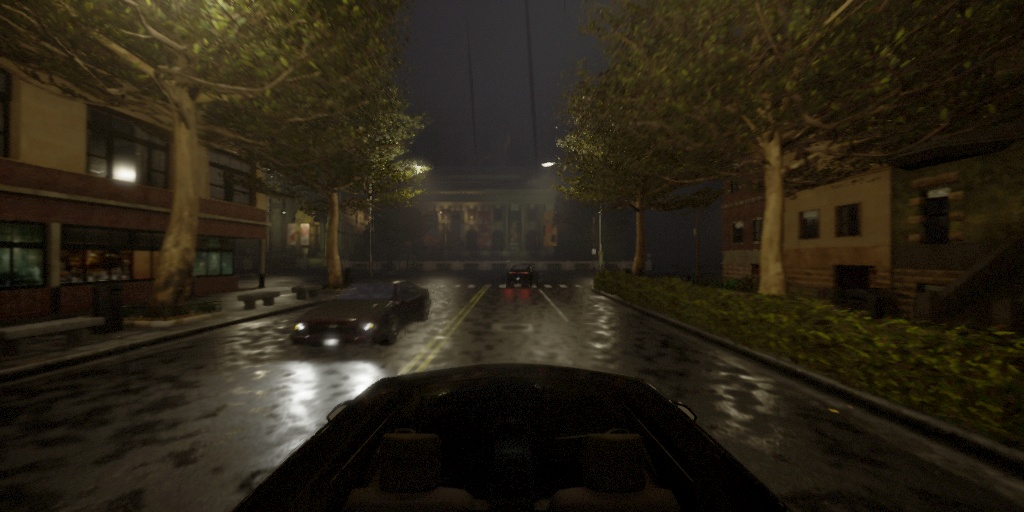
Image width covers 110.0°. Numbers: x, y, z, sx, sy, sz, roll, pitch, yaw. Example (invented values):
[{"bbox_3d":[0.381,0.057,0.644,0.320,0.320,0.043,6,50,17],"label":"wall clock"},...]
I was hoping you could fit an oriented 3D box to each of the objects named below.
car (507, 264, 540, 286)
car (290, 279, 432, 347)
[{"bbox_3d":[0.940,1.374,26.982,2.128,1.511,4.902,0,0,13],"label":"car"},{"bbox_3d":[-3.571,1.340,9.774,2.033,1.411,5.357,0,0,0],"label":"car"}]
